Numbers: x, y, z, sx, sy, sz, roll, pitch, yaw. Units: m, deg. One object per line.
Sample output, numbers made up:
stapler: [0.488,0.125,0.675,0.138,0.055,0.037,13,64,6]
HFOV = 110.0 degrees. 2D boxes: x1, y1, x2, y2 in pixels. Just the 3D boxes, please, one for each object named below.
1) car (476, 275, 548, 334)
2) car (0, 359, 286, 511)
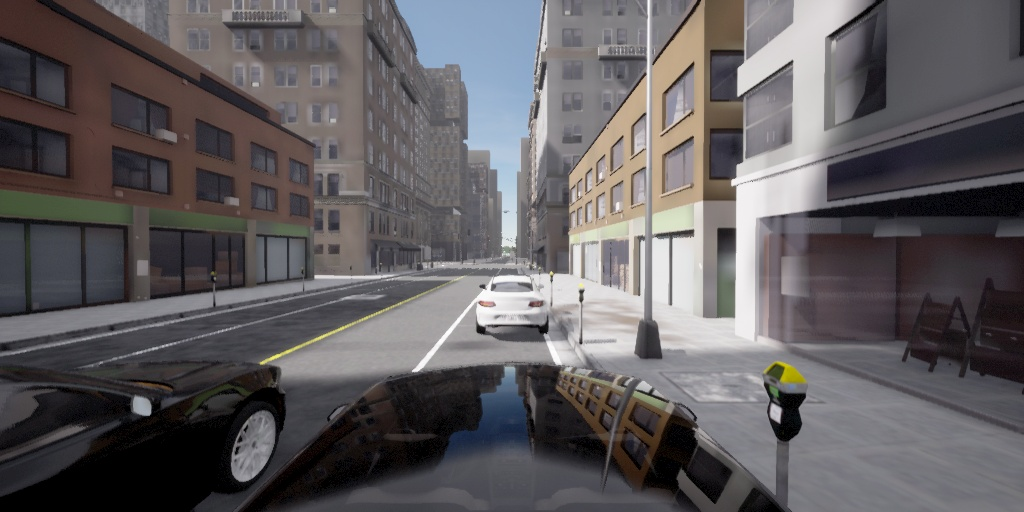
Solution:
car: [0.003,1.264,10.501,1.812,1.442,4.674,0,0,0]
car: [-3.145,1.221,1.499,1.882,1.535,5.008,0,0,0]
